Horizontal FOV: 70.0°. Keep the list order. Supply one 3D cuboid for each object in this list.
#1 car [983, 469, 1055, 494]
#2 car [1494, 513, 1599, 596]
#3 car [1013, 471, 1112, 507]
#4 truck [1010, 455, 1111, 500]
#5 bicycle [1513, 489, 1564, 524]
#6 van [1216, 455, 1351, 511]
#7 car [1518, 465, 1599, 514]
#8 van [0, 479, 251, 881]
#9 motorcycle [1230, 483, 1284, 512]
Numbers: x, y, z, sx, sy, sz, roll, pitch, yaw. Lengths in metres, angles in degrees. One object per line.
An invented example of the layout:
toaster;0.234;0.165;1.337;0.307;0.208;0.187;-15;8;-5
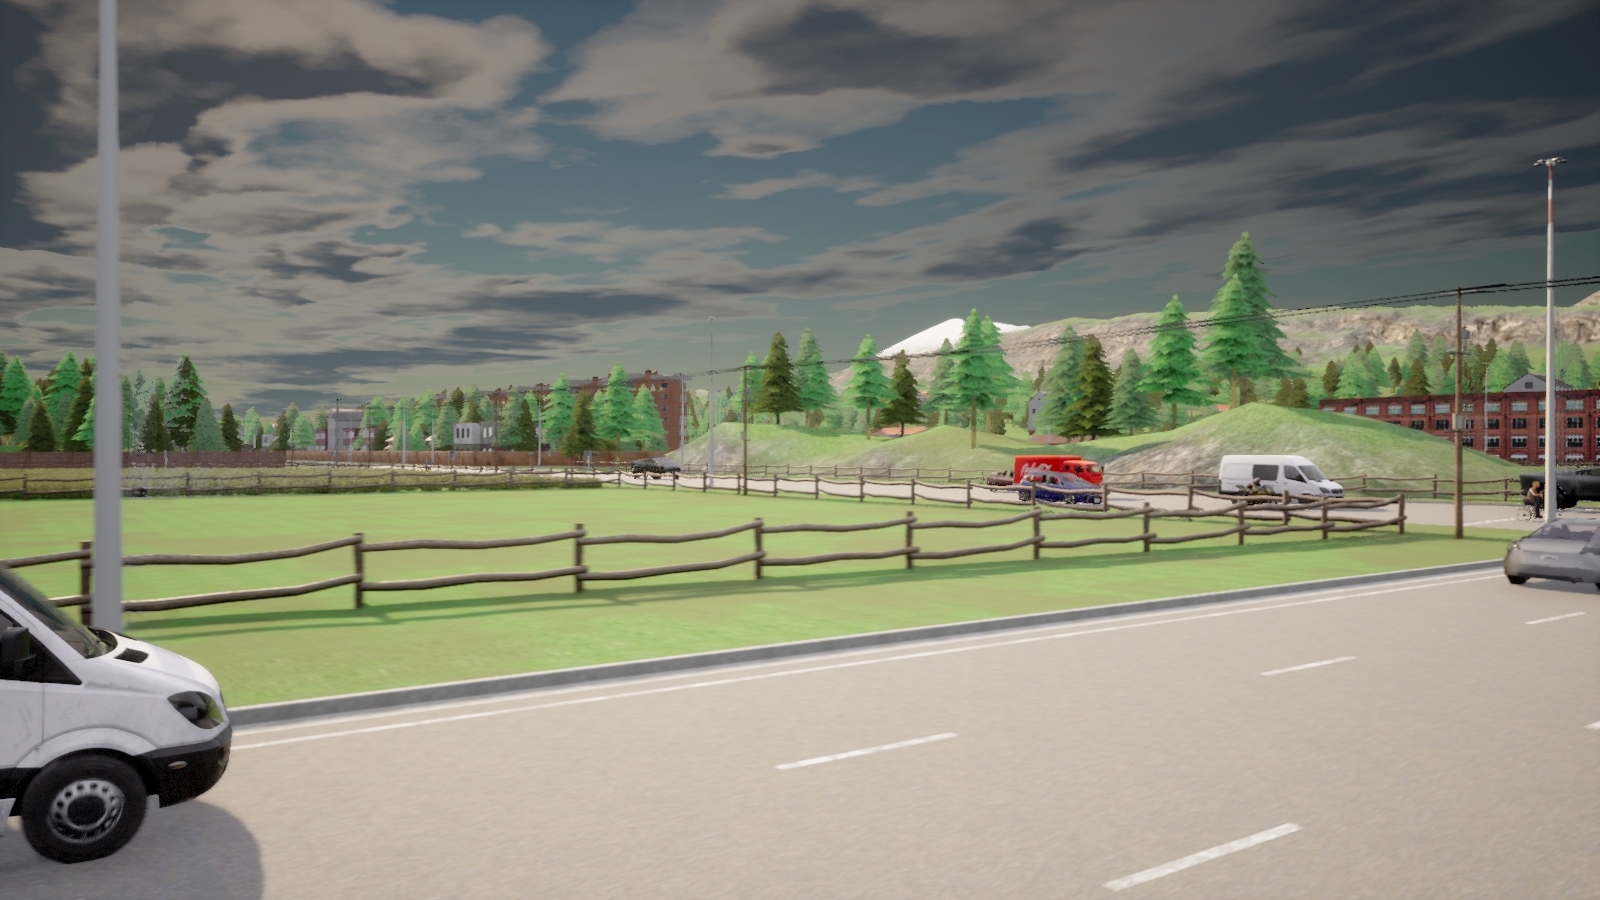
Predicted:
car;14.331;2.040;74.907;2.007;1.525;4.514;0;0;-36
car;16.608;2.119;24.024;4.181;1.385;1.994;0;0;-36
car;13.350;1.968;58.290;2.242;1.667;4.611;0;0;-36
truck;15.253;1.561;67.116;2.627;2.467;5.204;0;1;-39
bicycle;28.358;2.158;43.878;0.859;1.276;1.487;0;0;-42
van;23.593;1.535;56.029;1.988;2.561;5.915;0;0;-36
car;36.094;1.754;51.142;2.390;2.098;6.274;0;0;-41
van;-6.990;1.534;7.441;5.915;2.561;1.988;0;0;-35
motorcycle;21.288;2.206;53.250;0.867;1.251;2.209;0;0;-36
